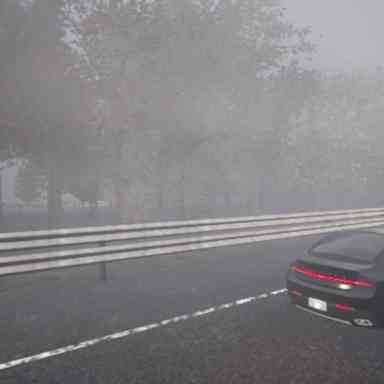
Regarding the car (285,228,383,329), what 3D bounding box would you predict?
[{"bbox_3d":[3.905,1.471,6.553,4.892,1.490,1.837,0,0,-36],"label":"car"}]
